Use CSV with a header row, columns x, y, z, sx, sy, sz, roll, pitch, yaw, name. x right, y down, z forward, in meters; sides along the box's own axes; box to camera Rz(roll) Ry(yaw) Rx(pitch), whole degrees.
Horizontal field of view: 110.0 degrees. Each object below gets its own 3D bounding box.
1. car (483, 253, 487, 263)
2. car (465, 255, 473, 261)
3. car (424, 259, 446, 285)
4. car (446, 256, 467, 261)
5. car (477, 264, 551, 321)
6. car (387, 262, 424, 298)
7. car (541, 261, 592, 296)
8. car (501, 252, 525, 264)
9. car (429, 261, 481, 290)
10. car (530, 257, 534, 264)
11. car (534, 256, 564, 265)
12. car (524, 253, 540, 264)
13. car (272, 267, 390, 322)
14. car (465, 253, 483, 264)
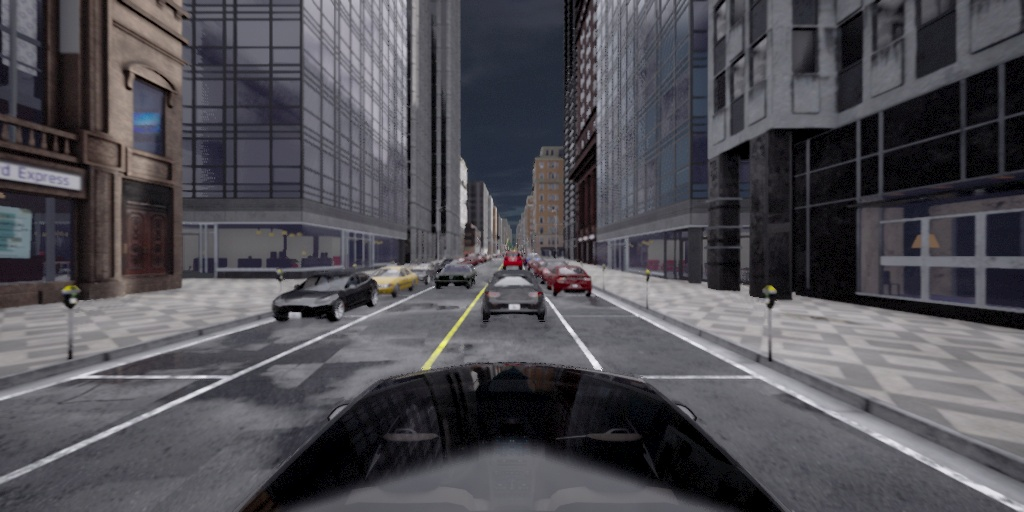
x,y,z,sx,sy,sz,roll,pitch,yaw,name
-5.852,0.585,62.462,1.888,1.381,4.507,0,0,0,car
-5.854,0.844,39.966,1.888,1.381,4.507,0,0,0,car
-5.855,1.047,23.094,2.007,1.370,4.403,0,0,0,car
-5.854,0.930,34.342,1.948,1.339,4.313,0,0,0,car
0.041,1.157,11.753,1.812,1.442,4.674,0,1,0,car
-5.855,1.088,17.300,1.751,1.417,4.829,0,0,0,car
2.671,1.108,17.462,1.888,1.381,4.507,0,0,0,car
0.104,0.494,42.254,2.150,2.045,5.566,0,1,0,car
-3.089,1.129,20.412,1.895,1.301,4.718,0,1,0,car
2.672,0.976,28.711,1.888,1.381,4.507,0,0,0,car
2.671,0.937,23.086,1.967,1.591,4.097,0,0,0,car
2.672,0.739,39.958,1.967,1.591,4.097,0,0,0,car
-5.856,1.195,11.845,1.948,1.339,4.313,0,0,0,car
-5.853,0.484,51.214,2.192,1.841,5.009,0,0,0,car
